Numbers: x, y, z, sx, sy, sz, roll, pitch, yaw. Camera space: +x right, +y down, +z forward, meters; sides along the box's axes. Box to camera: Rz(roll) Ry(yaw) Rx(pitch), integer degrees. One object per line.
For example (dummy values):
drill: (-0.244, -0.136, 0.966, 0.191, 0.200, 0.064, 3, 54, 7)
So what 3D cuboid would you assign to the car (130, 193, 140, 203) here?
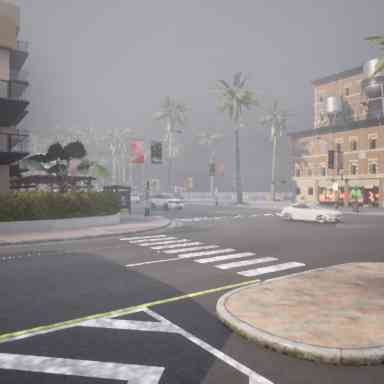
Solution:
car: (-12.685, 1.221, 67.362, 2.150, 2.045, 5.566, 0, 0, -38)

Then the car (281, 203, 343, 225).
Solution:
car: (8.733, 1.525, 24.638, 1.812, 1.442, 4.674, 0, 0, -35)

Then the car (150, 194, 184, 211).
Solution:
car: (-3.215, 1.221, 41.685, 2.150, 2.045, 5.566, 0, 0, -35)
